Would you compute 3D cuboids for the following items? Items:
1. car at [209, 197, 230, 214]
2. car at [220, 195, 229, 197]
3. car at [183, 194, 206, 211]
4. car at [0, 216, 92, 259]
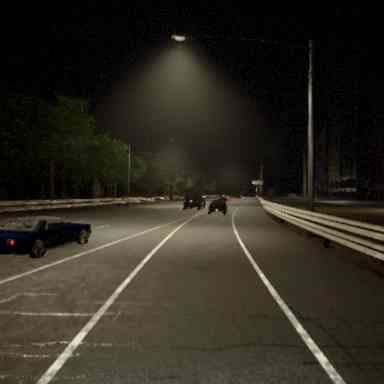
[{"bbox_3d":[2.934,1.601,36.655,1.837,1.490,4.892,0,0,9],"label":"car"},{"bbox_3d":[7.173,1.775,78.880,1.812,1.442,4.674,1,0,11],"label":"car"},{"bbox_3d":[0.378,1.308,43.533,2.150,2.045,5.566,1,0,11],"label":"car"},{"bbox_3d":[-5.629,1.558,12.431,1.895,1.301,4.718,1,0,11],"label":"car"}]
